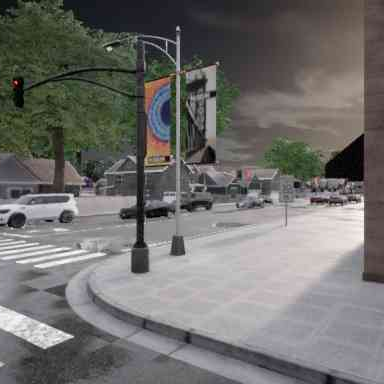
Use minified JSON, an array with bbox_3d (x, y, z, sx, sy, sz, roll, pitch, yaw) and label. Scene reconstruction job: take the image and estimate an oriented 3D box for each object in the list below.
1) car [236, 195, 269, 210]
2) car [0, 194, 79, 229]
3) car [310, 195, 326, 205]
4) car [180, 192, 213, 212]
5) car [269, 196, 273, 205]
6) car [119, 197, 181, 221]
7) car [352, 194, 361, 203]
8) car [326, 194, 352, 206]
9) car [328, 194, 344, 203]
[{"bbox_3d":[6.959,1.275,39.817,2.128,1.511,4.902,0,0,36],"label":"car"},{"bbox_3d":[-10.106,1.139,21.593,2.150,2.045,5.566,0,0,36],"label":"car"},{"bbox_3d":[20.029,1.171,52.192,1.882,1.535,5.008,0,0,36],"label":"car"},{"bbox_3d":[0.120,1.043,35.836,2.150,2.045,5.566,0,0,36],"label":"car"},{"bbox_3d":[10.715,1.217,50.541,2.128,1.511,4.902,0,0,36],"label":"car"},{"bbox_3d":[-3.332,1.356,25.451,1.882,1.535,5.008,0,0,36],"label":"car"},{"bbox_3d":[28.276,1.155,58.143,1.837,1.490,4.892,0,0,36],"label":"car"},{"bbox_3d":[21.581,1.209,48.772,1.837,1.490,4.892,0,0,35],"label":"car"},{"bbox_3d":[26.664,1.146,61.473,1.837,1.490,4.892,0,0,36],"label":"car"}]
